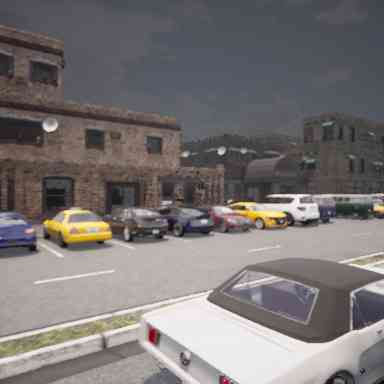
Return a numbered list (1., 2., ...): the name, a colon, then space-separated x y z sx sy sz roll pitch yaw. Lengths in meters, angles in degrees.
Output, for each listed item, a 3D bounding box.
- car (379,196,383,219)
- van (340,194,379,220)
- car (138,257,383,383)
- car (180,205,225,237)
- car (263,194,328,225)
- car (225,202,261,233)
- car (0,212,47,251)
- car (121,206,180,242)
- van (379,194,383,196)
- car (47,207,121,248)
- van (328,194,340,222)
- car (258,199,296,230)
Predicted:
1. car: 15.073 1.425 29.142 1.946 1.575 5.366 0 0 -36
2. van: 12.653 1.202 27.784 1.878 1.987 4.442 0 0 -36
3. car: 1.804 1.583 4.419 4.718 1.301 1.895 0 0 -36
4. car: -0.753 1.487 18.095 2.163 1.488 4.792 0 0 -36
5. car: 5.975 1.187 22.903 2.435 2.045 5.566 0 0 -36
6. car: 1.504 1.490 19.676 2.002 1.452 4.674 0 0 -36
7. car: -7.465 1.526 13.259 2.002 1.452 4.674 0 0 -36
8. car: -2.977 1.467 16.462 2.231 1.521 4.892 0 0 -36
9. van: 19.383 1.202 32.594 1.878 1.987 4.442 0 0 -36
10. car: -5.330 1.473 15.016 1.946 1.575 5.366 0 0 -36
11. van: 8.168 1.208 24.578 1.878 1.987 4.442 0 0 -36
12. car: 3.747 1.443 21.282 2.097 1.535 5.008 0 0 -36
